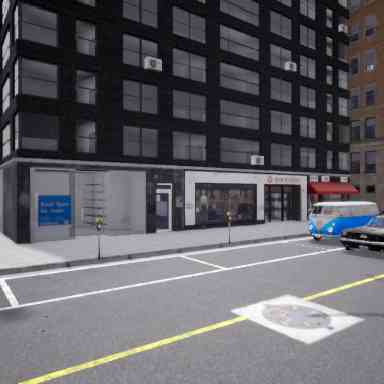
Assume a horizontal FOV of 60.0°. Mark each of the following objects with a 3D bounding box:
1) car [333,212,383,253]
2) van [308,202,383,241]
[{"bbox_3d":[7.705,1.601,12.737,4.718,1.301,1.895,0,0,-36],"label":"car"},{"bbox_3d":[7.074,1.342,15.444,3.998,1.788,1.690,0,0,-36],"label":"van"}]
